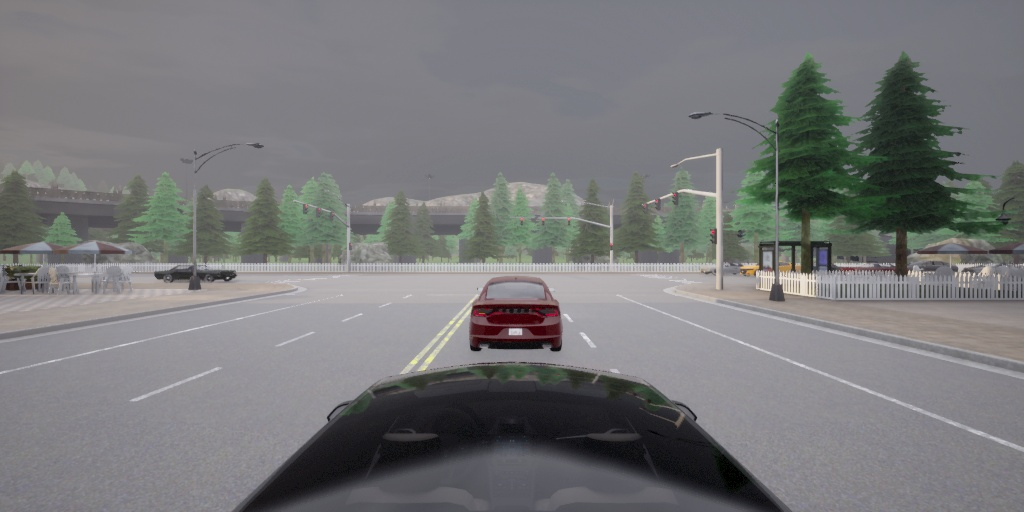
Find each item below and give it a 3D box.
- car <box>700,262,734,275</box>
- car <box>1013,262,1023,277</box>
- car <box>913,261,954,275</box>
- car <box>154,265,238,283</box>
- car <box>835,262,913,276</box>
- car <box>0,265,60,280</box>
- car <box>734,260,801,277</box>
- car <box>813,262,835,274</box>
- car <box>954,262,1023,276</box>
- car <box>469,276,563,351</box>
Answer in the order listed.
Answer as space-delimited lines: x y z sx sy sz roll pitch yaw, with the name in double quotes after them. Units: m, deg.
21.881 1.295 36.646 4.718 1.301 1.895 0 0 1 "car"
50.983 1.242 33.042 5.357 1.411 2.033 0 0 22 "car"
40.969 1.199 35.696 4.892 1.490 1.837 0 0 10 "car"
-23.021 1.295 26.267 4.718 1.301 1.895 0 0 0 "car"
33.121 1.295 32.923 4.718 1.301 1.895 0 0 2 "car"
-36.282 1.295 26.214 4.718 1.301 1.895 0 0 -3 "car"
23.817 1.172 33.115 5.008 1.535 1.882 0 0 1 "car"
31.050 1.295 36.498 4.718 1.301 1.895 0 0 2 "car"
43.003 1.258 31.776 4.181 1.385 1.994 0 0 14 "car"
0.103 1.228 8.989 1.882 1.535 5.008 0 0 1 "car"
